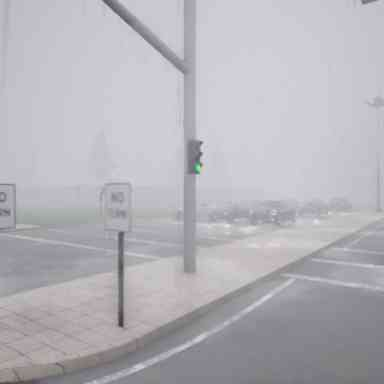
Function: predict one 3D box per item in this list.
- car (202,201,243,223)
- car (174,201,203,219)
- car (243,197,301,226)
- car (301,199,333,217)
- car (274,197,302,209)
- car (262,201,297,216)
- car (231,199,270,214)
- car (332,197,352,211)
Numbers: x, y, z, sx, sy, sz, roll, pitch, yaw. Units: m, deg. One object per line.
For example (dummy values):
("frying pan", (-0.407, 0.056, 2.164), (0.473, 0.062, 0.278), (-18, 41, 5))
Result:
("car", (3.061, 1.520, 25.854), (1.812, 1.442, 4.674), (0, 0, 36))
("car", (0.443, 1.518, 28.197), (1.812, 1.442, 4.674), (0, 0, 36))
("car", (5.800, 1.349, 23.672), (2.097, 1.767, 4.553), (0, 0, 36))
("car", (11.594, 1.598, 31.617), (1.895, 1.301, 4.718), (0, 0, 36))
("car", (13.217, 1.486, 45.695), (2.128, 1.511, 4.902), (0, 0, 36))
("car", (8.987, 1.596, 33.982), (1.895, 1.301, 4.718), (0, 0, 36))
("car", (6.511, 1.541, 36.518), (2.033, 1.411, 5.357), (0, 0, 36))
("car", (17.643, 1.350, 39.898), (2.097, 1.767, 4.553), (0, 0, 36))
